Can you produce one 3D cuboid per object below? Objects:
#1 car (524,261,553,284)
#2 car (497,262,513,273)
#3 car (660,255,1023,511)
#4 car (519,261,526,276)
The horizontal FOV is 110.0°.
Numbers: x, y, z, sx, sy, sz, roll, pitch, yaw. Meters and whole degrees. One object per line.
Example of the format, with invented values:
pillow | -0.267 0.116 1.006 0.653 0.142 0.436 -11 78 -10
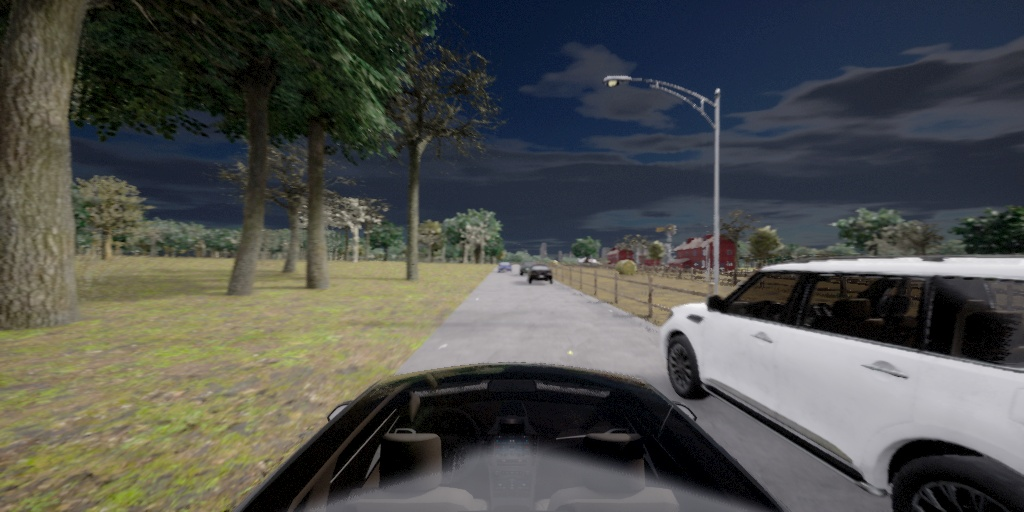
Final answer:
car | 2.234 1.439 29.773 1.882 1.535 5.008 1 -1 0
car | -0.946 1.511 48.457 1.812 1.442 4.674 1 0 -1
car | 3.512 1.026 3.471 2.150 2.045 5.566 1 0 -1
car | 1.952 1.355 42.247 2.097 1.767 4.553 1 0 -1
